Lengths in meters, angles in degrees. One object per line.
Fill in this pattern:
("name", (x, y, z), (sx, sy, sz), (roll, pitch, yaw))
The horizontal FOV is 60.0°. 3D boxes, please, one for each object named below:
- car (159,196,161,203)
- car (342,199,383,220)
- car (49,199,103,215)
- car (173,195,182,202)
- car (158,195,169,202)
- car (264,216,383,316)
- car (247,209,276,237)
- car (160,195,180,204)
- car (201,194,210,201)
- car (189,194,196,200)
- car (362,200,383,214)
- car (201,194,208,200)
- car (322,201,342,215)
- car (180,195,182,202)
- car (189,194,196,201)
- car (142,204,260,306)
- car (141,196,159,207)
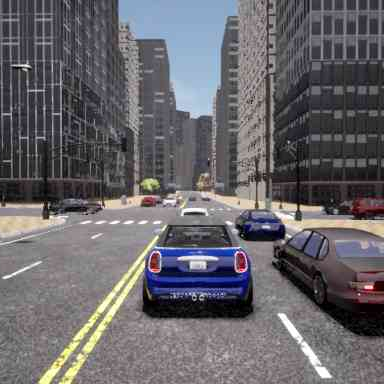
("car", (-6.464, 1.498, 61.655), (2.033, 1.411, 5.357), (0, 0, 1))
("car", (16.247, 1.519, 28.807), (5.009, 1.841, 2.192), (1, 0, 1))
("car", (-11.257, 1.400, 32.422), (4.902, 1.511, 2.128), (0, 1, -8))
("car", (-3.133, 1.413, 73.364), (1.882, 1.535, 5.008), (0, 0, 0))
("car", (-6.381, 1.411, 74.867), (1.882, 1.535, 5.008), (0, 0, 0))
("car", (3.362, 1.544, 7.817), (2.033, 1.411, 5.357), (0, 0, 0))
("car", (3.376, 1.555, 17.057), (1.994, 1.385, 4.181), (0, 0, 0))
("car", (-3.262, 1.490, 49.802), (1.812, 1.442, 4.674), (0, 0, 0))
("car", (3.379, 1.513, 80.062), (1.895, 1.301, 4.718), (0, 0, 0))
("car", (0.145, 1.266, 90.040), (1.812, 1.442, 4.674), (0, 0, 0))
("car", (21.869, 1.643, 37.084), (4.829, 1.417, 1.752), (1, 0, 1))
("car", (3.395, 1.266, 90.034), (1.812, 1.442, 4.674), (0, 0, 0))
("car", (16.064, 1.613, 34.604), (4.892, 1.490, 1.837), (0, 1, 0))
("car", (-3.223, 1.499, 60.586), (2.033, 1.411, 5.357), (0, 0, 0))
("car", (0.128, 1.457, 79.623), (2.033, 1.411, 5.357), (0, 0, 0))
("car", (0.113, 1.348, 8.158), (2.097, 1.767, 4.553), (0, 0, 0))
("car", (-6.511, 1.441, 50.051), (1.882, 1.535, 5.008), (0, 0, 0))
